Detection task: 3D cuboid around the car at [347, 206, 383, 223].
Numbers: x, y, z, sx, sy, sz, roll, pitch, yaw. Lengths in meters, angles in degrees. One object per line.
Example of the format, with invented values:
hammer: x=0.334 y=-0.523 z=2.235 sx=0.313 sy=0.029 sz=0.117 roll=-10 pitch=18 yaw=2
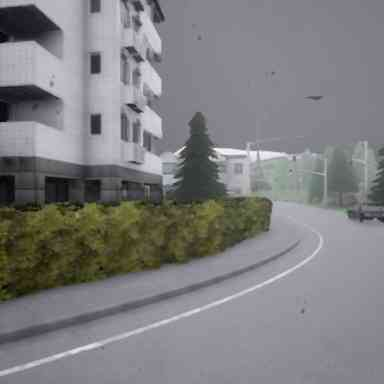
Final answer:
car: x=14.018 y=1.750 z=26.858 sx=1.895 sy=1.301 sz=4.718 roll=0 pitch=-1 yaw=11
